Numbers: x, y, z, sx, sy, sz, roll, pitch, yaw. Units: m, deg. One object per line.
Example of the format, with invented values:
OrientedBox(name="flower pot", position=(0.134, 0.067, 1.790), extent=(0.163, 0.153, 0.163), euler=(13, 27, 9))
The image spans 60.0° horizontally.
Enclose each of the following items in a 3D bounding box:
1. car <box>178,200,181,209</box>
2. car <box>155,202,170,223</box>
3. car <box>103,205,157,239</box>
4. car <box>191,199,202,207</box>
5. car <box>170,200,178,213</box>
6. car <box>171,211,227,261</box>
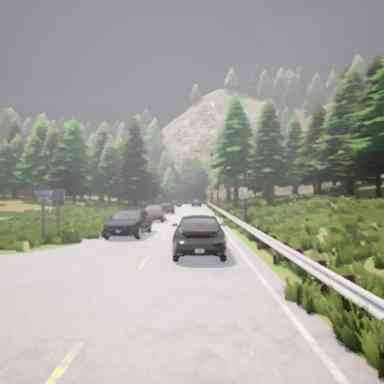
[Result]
OrientedBox(name="car", position=(-2.845, 2.025, 56.073), extent=(1.994, 1.385, 4.181), euler=(0, -1, 1))
OrientedBox(name="car", position=(-3.243, 1.831, 29.030), extent=(1.812, 1.442, 4.674), euler=(0, -1, 1))
OrientedBox(name="car", position=(-3.478, 1.690, 18.789), extent=(1.882, 1.535, 5.008), euler=(0, -1, 3))
OrientedBox(name="car", position=(0.834, 2.115, 62.971), extent=(1.812, 1.442, 4.674), euler=(0, -1, 0))
OrientedBox(name="car", position=(-3.110, 1.975, 40.558), extent=(1.994, 1.385, 4.181), euler=(0, -1, 1))
OrientedBox(name="car", position=(0.269, 1.629, 12.839), extent=(1.837, 1.490, 4.892), euler=(0, -1, 1))
